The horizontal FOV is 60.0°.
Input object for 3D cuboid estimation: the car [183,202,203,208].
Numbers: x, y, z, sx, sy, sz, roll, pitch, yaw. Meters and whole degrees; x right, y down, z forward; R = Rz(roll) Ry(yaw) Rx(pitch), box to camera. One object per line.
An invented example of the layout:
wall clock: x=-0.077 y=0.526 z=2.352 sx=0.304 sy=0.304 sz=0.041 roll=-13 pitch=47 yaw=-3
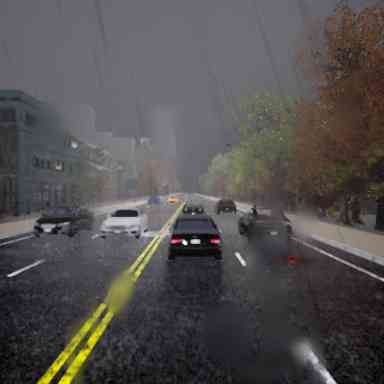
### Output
car: x=0.106 y=1.579 z=30.967 sx=1.895 sy=1.301 sz=4.718 roll=0 pitch=0 yaw=0

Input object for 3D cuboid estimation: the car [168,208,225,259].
car: x=0.103 y=1.539 z=12.512 sx=2.033 sy=1.411 sz=5.357 roll=0 pitch=0 yaw=0

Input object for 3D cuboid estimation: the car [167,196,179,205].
car: x=-3.288 y=1.435 z=58.127 sx=1.882 sy=1.535 sz=5.008 roll=0 pitch=0 yaw=1

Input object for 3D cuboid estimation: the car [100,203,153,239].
car: x=-3.346 y=1.513 z=17.279 sx=1.812 sy=1.442 sz=4.674 roll=0 pitch=0 yaw=0

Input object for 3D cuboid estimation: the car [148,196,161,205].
car: x=-6.533 y=1.435 z=58.115 sx=1.882 sy=1.535 sz=5.008 roll=0 pitch=0 yaw=1

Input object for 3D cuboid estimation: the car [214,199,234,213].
car: x=3.357 y=1.454 z=33.909 sx=1.882 sy=1.535 sz=5.008 roll=0 pitch=0 yaw=0

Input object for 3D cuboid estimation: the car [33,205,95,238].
car: x=-6.596 y=1.479 z=17.652 sx=2.128 sy=1.511 sz=4.902 roll=0 pitch=0 yaw=0

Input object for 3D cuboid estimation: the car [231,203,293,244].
car: x=3.353 y=1.480 z=15.868 sx=2.128 sy=1.511 sz=4.902 roll=0 pitch=0 yaw=0
